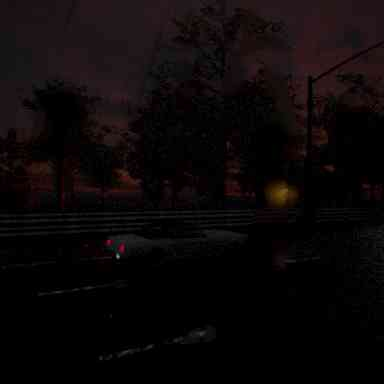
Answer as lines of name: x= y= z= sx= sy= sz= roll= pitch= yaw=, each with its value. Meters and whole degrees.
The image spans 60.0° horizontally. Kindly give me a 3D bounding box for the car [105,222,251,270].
car: x=-0.339 y=1.666 z=11.165 sx=4.718 sy=1.301 sz=1.895 roll=1 pitch=0 yaw=-31
